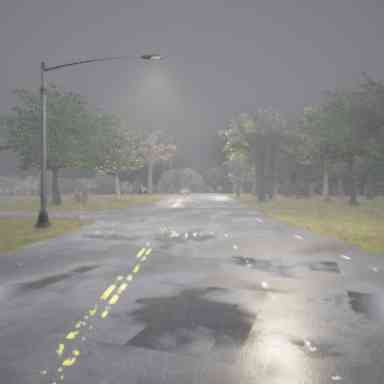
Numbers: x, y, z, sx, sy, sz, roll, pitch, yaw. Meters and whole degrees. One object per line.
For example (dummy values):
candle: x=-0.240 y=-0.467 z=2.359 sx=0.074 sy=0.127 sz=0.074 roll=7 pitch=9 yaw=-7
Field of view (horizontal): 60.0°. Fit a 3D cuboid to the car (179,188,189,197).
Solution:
car: x=-1.789 y=0.045 z=79.640 sx=2.150 sy=2.045 sz=5.566 roll=0 pitch=1 yaw=2
